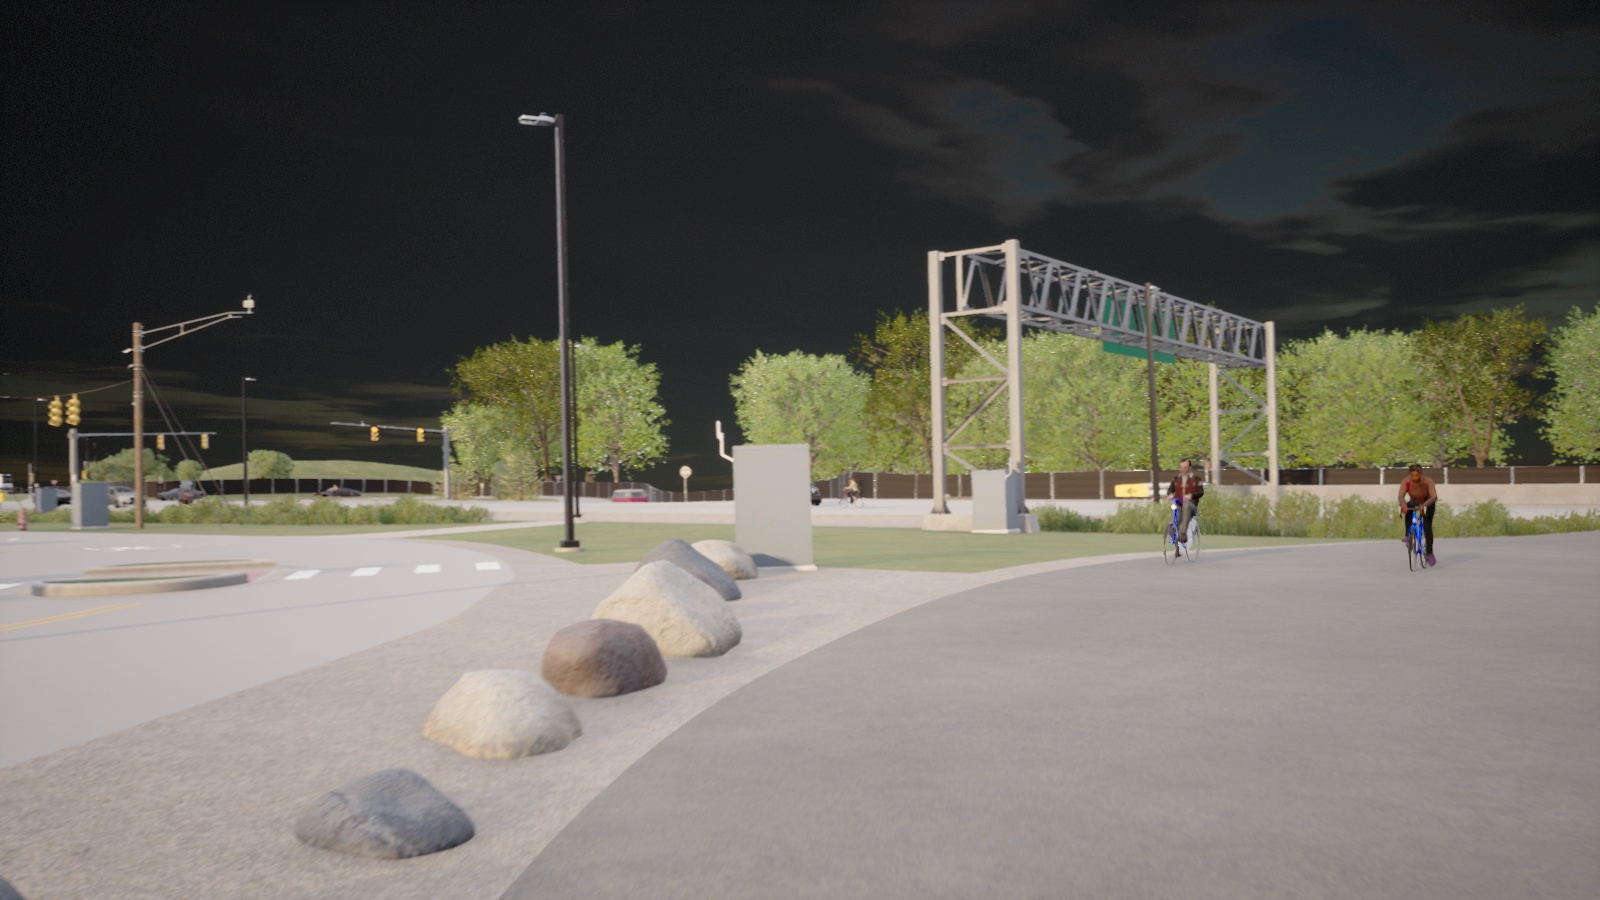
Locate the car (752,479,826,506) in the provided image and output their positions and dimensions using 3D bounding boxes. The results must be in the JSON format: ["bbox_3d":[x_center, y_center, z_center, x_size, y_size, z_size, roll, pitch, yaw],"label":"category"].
[{"bbox_3d":[-0.622,2.445,72.140,3.806,1.475,1.970,-2,-2,37],"label":"car"}]

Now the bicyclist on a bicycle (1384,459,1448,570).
[{"bbox_3d":[9.398,0.961,19.135,0.582,1.620,1.656,-2,-2,35],"label":"bicyclist on a bicycle"}]

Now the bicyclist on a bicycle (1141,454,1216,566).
[{"bbox_3d":[6.293,0.971,20.818,0.659,1.776,1.843,-1,-2,35],"label":"bicyclist on a bicycle"}]
